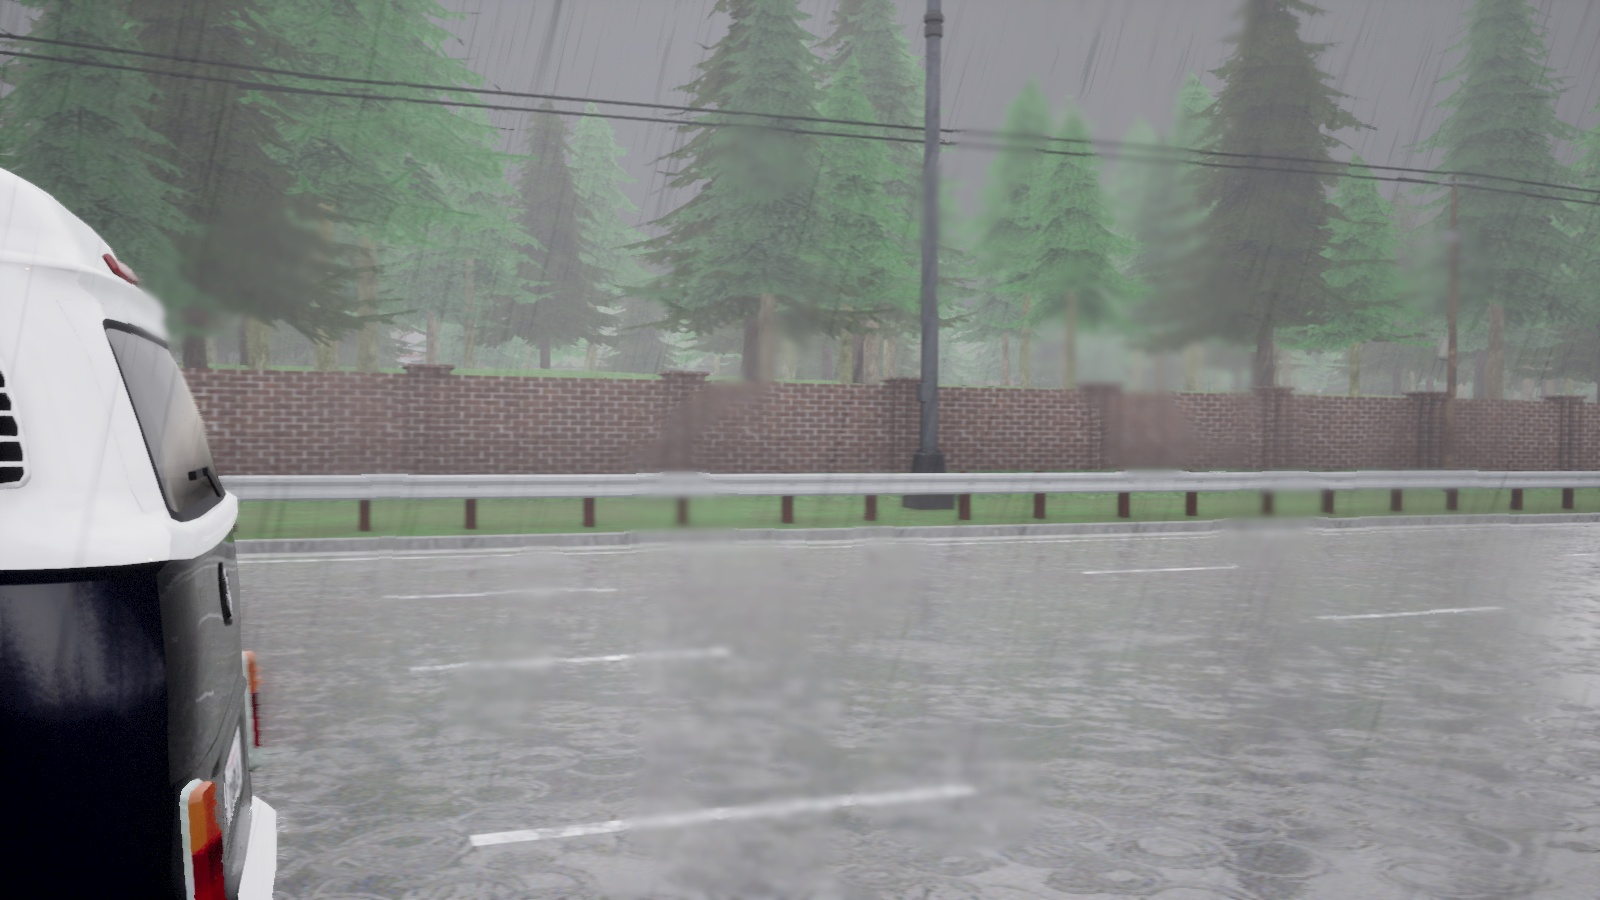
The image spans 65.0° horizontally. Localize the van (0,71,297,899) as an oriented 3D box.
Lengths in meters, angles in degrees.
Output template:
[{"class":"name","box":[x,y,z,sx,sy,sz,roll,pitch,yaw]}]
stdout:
[{"class":"van","box":[-3.250,0.524,2.000,4.480,2.038,2.069,-1,1,-21]}]
